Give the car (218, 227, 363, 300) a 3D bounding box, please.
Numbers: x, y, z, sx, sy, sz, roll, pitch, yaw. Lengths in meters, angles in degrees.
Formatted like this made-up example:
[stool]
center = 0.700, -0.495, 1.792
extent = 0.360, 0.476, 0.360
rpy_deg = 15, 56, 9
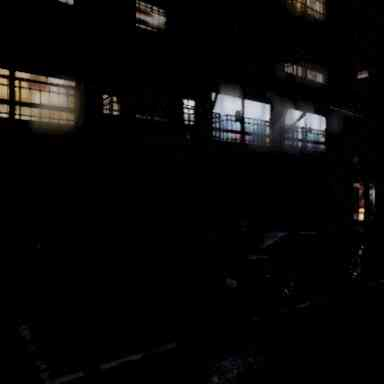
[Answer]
[car]
center = 2.636, 1.602, 8.440
extent = 4.313, 1.339, 1.947
rpy_deg = 0, -1, -35
